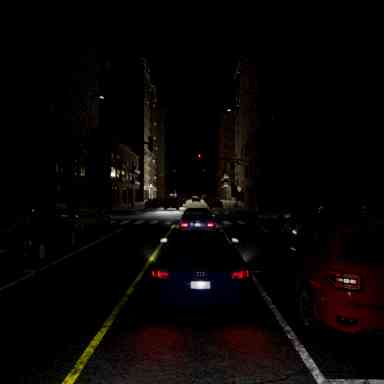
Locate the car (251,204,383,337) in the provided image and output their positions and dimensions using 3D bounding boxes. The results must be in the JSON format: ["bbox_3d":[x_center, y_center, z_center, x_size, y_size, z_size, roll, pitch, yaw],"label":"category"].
[{"bbox_3d":[2.753,1.316,6.587,2.192,1.841,5.009,1,0,1],"label":"car"}]

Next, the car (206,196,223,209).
[{"bbox_3d":[3.235,1.592,44.853,1.802,1.307,4.206,1,0,1],"label":"car"}]

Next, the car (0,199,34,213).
[{"bbox_3d":[-16.425,1.341,29.272,4.902,1.511,2.128,1,-1,1],"label":"car"}]

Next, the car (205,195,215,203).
[{"bbox_3d":[3.307,1.594,50.526,1.802,1.307,4.206,1,0,1],"label":"car"}]

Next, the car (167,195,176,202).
[{"bbox_3d":[-4.857,1.465,79.004,1.967,1.590,4.097,1,0,1],"label":"car"}]

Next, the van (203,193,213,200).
[{"bbox_3d":[3.453,1.357,61.872,1.690,1.788,3.998,1,0,1],"label":"van"}]

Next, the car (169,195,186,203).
[{"bbox_3d":[-2.433,1.614,52.605,1.895,1.301,4.718,0,0,1],"label":"car"}]

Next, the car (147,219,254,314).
[{"bbox_3d":[0.175,1.566,7.712,1.994,1.385,4.181,0,0,1],"label":"car"}]

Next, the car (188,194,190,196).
[{"bbox_3d":[-2.085,1.562,72.847,2.033,1.411,5.357,0,0,1],"label":"car"}]

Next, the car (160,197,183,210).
[{"bbox_3d":[-2.563,1.611,42.831,1.895,1.301,4.718,0,0,1],"label":"car"}]

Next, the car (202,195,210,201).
[{"bbox_3d":[3.810,1.598,90.236,1.947,1.339,4.313,1,0,1],"label":"car"}]

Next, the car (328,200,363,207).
[{"bbox_3d":[13.988,1.502,31.920,4.553,1.767,2.097,0,-1,1],"label":"car"}]

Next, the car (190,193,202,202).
[{"bbox_3d":[0.944,1.564,74.229,2.033,1.411,5.357,0,0,1],"label":"car"}]

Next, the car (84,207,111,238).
[{"bbox_3d":[-5.634,1.529,17.782,1.752,1.417,4.829,1,0,1],"label":"car"}]

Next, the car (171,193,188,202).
[{"bbox_3d":[-2.283,1.368,62.248,2.097,1.767,4.553,0,0,1],"label":"car"}]

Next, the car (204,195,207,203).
[{"bbox_3d":[3.379,1.596,56.199,1.802,1.307,4.206,1,0,1],"label":"car"}]

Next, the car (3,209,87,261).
[{"bbox_3d":[-5.703,1.547,12.328,1.887,1.381,4.507,1,0,1],"label":"car"}]

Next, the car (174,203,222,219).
[{"bbox_3d":[0.269,1.551,17.776,2.033,1.411,5.357,0,0,0],"label":"car"}]

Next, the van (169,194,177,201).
[{"bbox_3d":[-4.784,1.370,84.677,1.690,1.788,3.998,1,0,1],"label":"van"}]

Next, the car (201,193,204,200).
[{"bbox_3d":[3.525,1.334,67.545,2.192,1.841,5.009,1,0,1],"label":"car"}]

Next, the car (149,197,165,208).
[{"bbox_3d":[-5.218,1.556,50.642,1.887,1.381,4.507,1,0,1],"label":"car"}]

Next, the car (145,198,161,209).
[{"bbox_3d":[-5.289,1.555,44.970,1.887,1.381,4.507,1,0,1],"label":"car"}]

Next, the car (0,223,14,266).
[{"bbox_3d":[-5.776,1.527,6.534,1.752,1.417,4.829,1,0,1],"label":"car"}]

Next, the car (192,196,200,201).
[{"bbox_3d":[1.068,1.624,84.928,1.895,1.301,4.718,0,0,1],"label":"car"}]

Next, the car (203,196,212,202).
[{"bbox_3d":[3.666,1.607,78.890,1.802,1.307,4.206,1,0,1],"label":"car"}]
